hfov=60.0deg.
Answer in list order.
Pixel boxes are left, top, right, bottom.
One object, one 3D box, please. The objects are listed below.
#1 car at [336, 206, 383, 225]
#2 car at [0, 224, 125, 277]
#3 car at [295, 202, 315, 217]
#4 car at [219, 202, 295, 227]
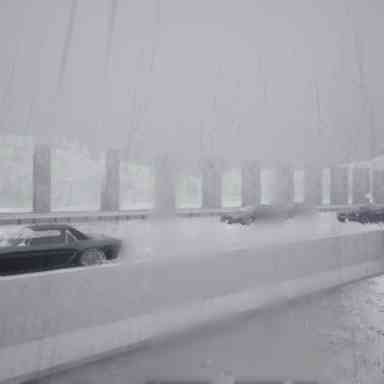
[{"bbox_3d":[12.912,1.689,24.856,4.718,1.301,1.895,0,0,-32],"label":"car"},{"bbox_3d":[-4.436,1.604,9.354,4.718,1.301,1.895,0,0,-35],"label":"car"},{"bbox_3d":[9.455,1.653,30.943,4.181,1.385,1.994,0,0,-32],"label":"car"},{"bbox_3d":[4.542,1.606,23.691,5.357,1.411,2.033,0,0,-33],"label":"car"}]
